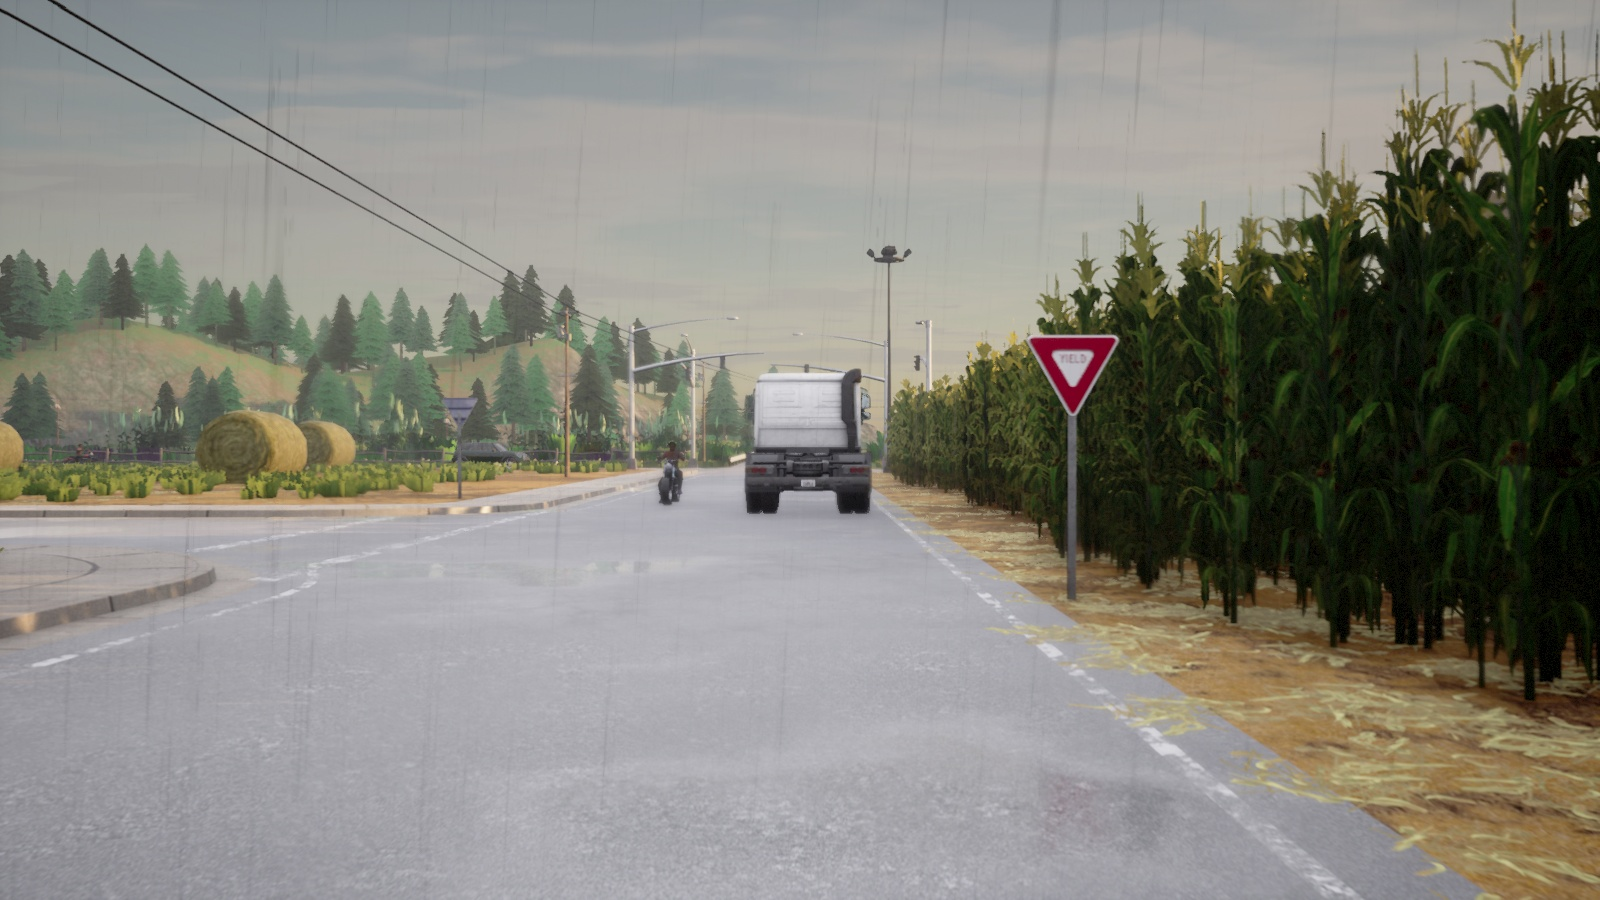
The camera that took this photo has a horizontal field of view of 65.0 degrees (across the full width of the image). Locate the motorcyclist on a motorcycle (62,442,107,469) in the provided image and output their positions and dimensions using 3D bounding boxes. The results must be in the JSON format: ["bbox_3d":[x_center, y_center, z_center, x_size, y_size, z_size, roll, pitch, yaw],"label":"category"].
[{"bbox_3d":[-44.018,0.343,77.277,2.350,1.649,0.766,0,0,3],"label":"motorcyclist on a motorcycle"}]

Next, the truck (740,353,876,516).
[{"bbox_3d":[0.192,-0.347,30.565,2.891,3.462,7.936,0,0,0],"label":"truck"}]

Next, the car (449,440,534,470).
[{"bbox_3d":[-18.606,0.277,75.817,4.553,1.767,2.097,0,0,3],"label":"car"}]

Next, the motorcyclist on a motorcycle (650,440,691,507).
[{"bbox_3d":[-3.314,0.576,32.274,0.766,1.649,2.350,0,0,1],"label":"motorcyclist on a motorcycle"}]
